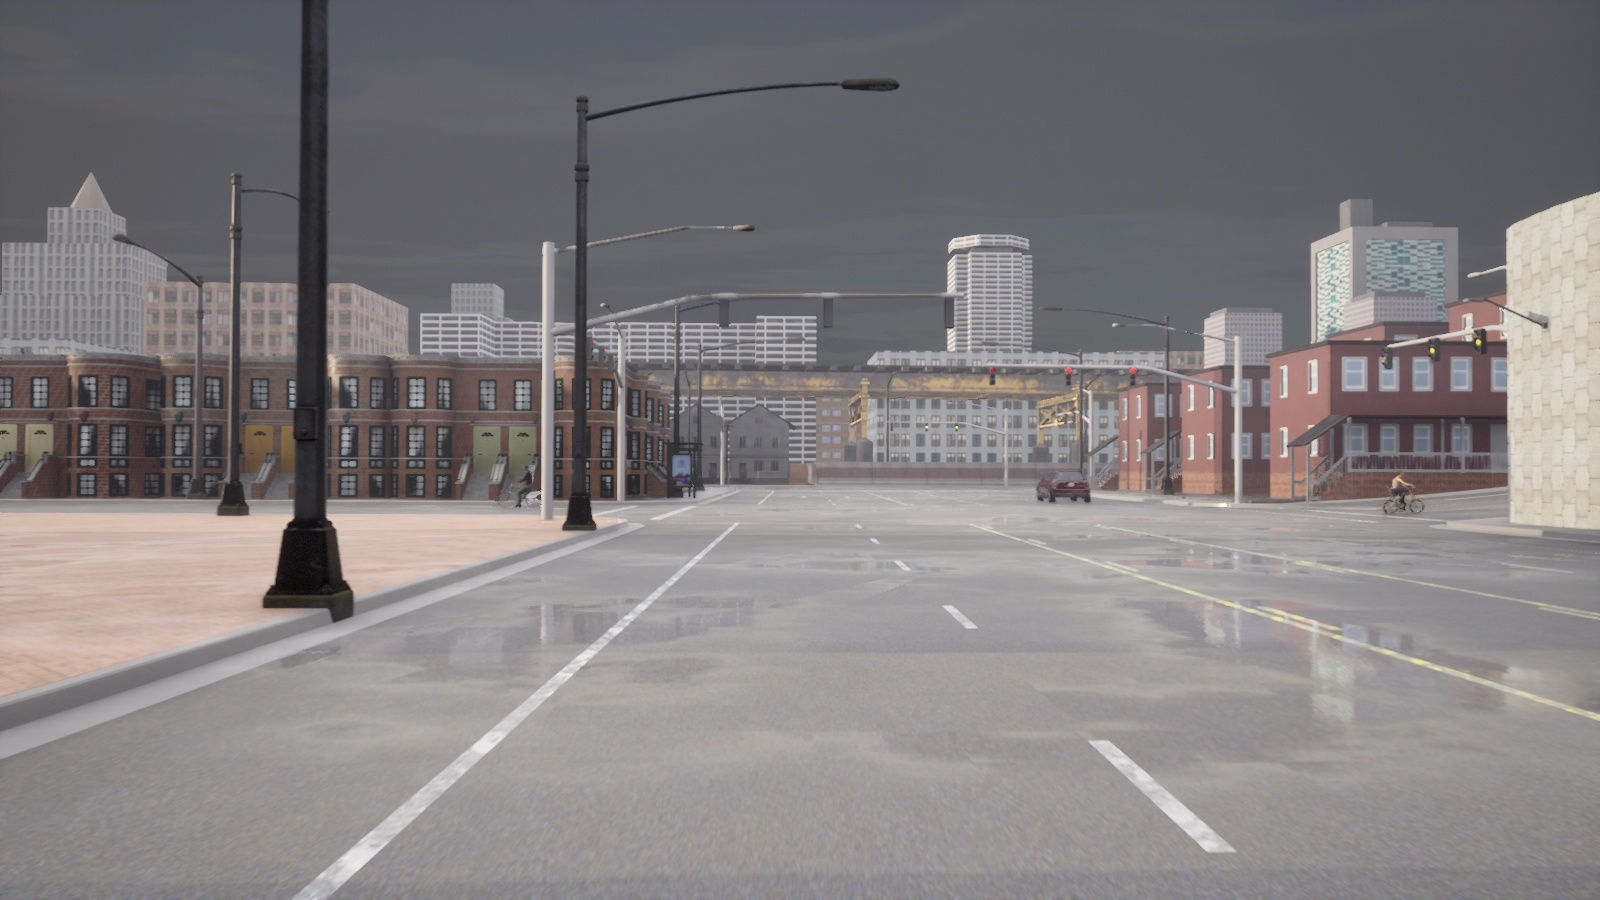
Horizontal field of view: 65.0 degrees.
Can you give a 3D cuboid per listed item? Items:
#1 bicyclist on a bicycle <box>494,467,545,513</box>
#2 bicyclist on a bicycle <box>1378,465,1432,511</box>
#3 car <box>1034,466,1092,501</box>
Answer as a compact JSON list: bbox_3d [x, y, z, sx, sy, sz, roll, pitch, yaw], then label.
[{"bbox_3d":[-11.003,1.557,49.275,1.843,1.776,0.659,0,-1,0],"label":"bicyclist on a bicycle"},{"bbox_3d":[22.141,1.370,45.968,1.509,1.612,0.866,-2,-1,0],"label":"bicyclist on a bicycle"},{"bbox_3d":[13.838,1.733,66.372,2.097,1.767,4.553,0,-1,0],"label":"car"}]
